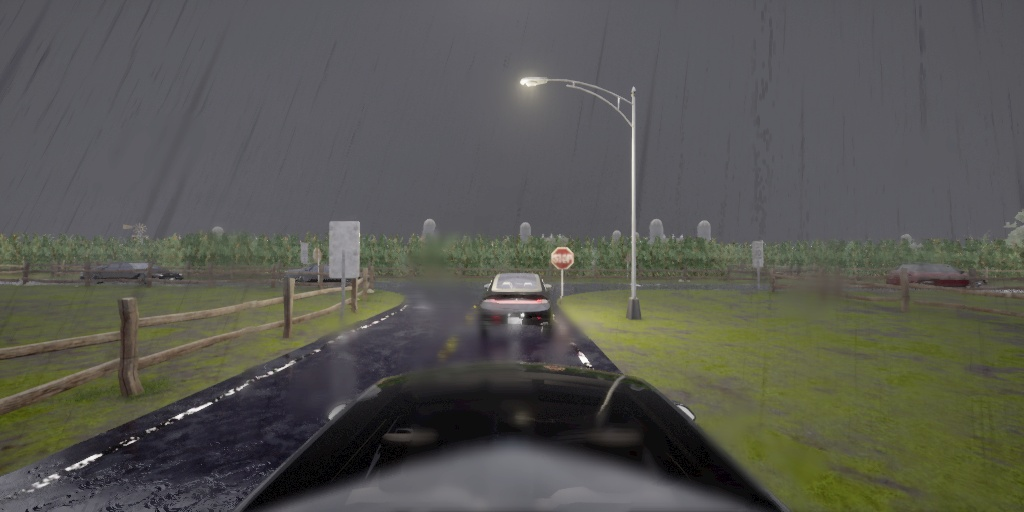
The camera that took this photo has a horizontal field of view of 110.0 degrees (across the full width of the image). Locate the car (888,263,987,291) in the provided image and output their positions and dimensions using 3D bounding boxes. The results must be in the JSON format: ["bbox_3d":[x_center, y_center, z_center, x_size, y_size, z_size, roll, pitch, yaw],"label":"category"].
[{"bbox_3d":[27.317,1.313,23.095,4.553,1.767,2.097,0,-1,1],"label":"car"}]

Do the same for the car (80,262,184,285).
[{"bbox_3d":[-24.827,1.114,23.504,5.357,1.411,2.033,0,-1,1],"label":"car"}]

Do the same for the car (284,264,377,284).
[{"bbox_3d":[-11.760,1.203,23.403,5.357,1.411,2.033,0,-1,1],"label":"car"}]

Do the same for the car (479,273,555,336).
[{"bbox_3d":[0.161,1.244,10.386,2.128,1.511,4.902,0,0,2],"label":"car"}]
